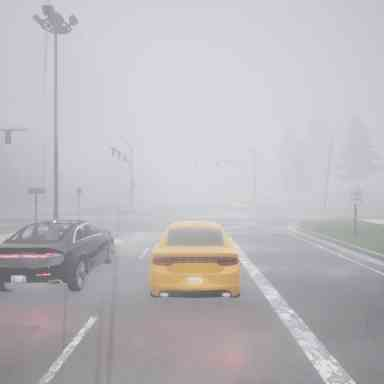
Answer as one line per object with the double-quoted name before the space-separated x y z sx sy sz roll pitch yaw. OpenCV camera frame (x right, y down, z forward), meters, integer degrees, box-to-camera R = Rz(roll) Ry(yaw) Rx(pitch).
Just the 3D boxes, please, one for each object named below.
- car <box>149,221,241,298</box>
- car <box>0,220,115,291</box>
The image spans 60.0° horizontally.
"car" 0.072 1.478 8.578 1.882 1.535 5.008 0 0 0
"car" -3.420 1.492 8.962 2.128 1.511 4.902 0 0 0
